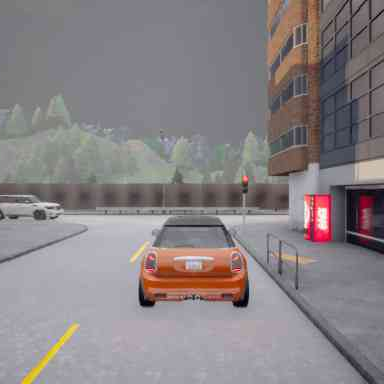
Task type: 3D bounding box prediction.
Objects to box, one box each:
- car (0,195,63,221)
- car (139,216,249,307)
[{"bbox_3d":[-13.075,1.221,26.124,5.566,2.045,2.150,0,0,4],"label":"car"},{"bbox_3d":[0.045,1.352,8.155,2.097,1.767,4.553,0,0,0],"label":"car"}]
